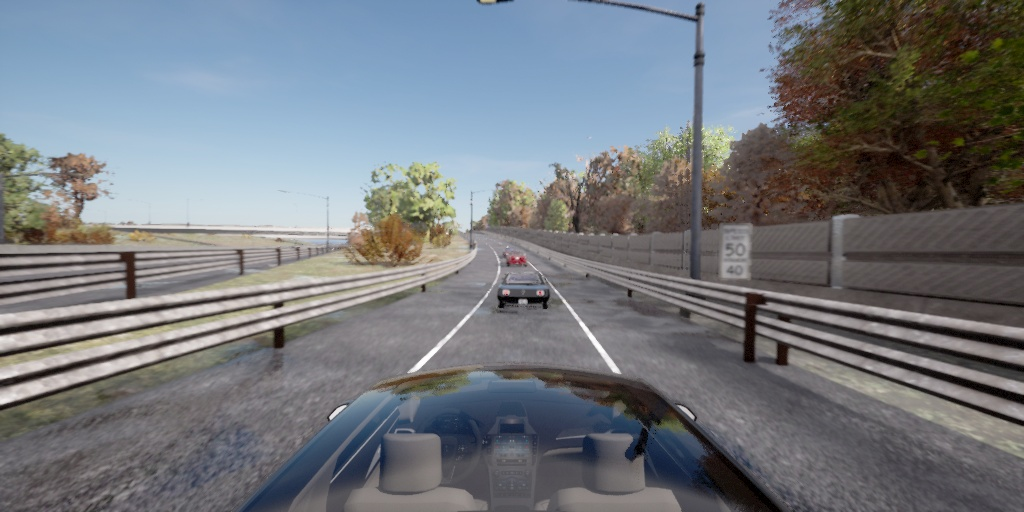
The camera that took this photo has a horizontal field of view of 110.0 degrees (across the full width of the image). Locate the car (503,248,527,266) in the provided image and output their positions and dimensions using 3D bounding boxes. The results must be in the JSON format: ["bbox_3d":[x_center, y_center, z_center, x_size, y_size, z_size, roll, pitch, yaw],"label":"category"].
[{"bbox_3d":[0.410,0.125,38.506,2.097,1.767,4.553,1,3,-3],"label":"car"}]

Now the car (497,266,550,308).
[{"bbox_3d":[0.471,1.287,14.841,1.895,1.301,4.718,1,1,2],"label":"car"}]
